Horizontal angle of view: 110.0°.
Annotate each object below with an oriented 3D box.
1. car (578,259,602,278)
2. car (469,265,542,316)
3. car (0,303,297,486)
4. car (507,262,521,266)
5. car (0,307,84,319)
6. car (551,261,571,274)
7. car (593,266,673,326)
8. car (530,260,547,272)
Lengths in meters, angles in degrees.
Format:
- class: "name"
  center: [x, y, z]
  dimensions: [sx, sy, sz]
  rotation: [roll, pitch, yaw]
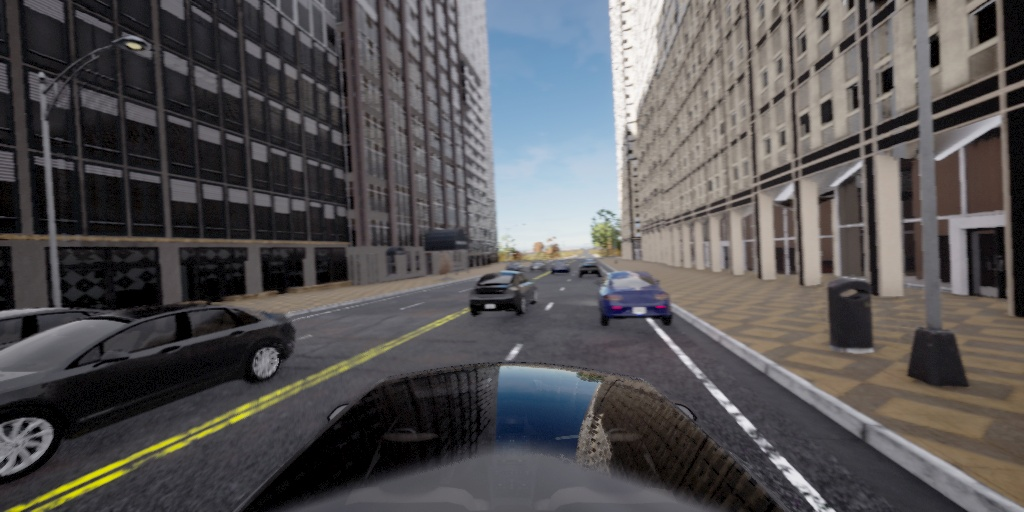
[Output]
- class: "car"
  center: [7.043, 1.091, 32.479]
  dimensions: [1.837, 1.490, 4.892]
  rotation: [-3, 0, 13]
- class: "car"
  center: [-0.202, 1.341, 13.839]
  dimensions: [1.837, 1.490, 4.892]
  rotation: [-3, 0, 12]
- class: "car"
  center: [-5.569, 1.553, 5.216]
  dimensions: [1.837, 1.490, 4.892]
  rotation: [-3, 0, 12]
- class: "car"
  center: [0.334, 1.572, 48.101]
  dimensions: [1.994, 1.385, 4.181]
  rotation: [-3, 0, 13]
- class: "car"
  center: [-8.742, 1.715, 5.896]
  dimensions: [1.837, 1.490, 4.892]
  rotation: [-3, 0, 12]
- class: "car"
  center: [5.576, 1.270, 40.811]
  dimensions: [1.994, 1.385, 4.181]
  rotation: [-3, 0, 12]
- class: "car"
  center: [3.572, 1.155, 10.998]
  dimensions: [1.812, 1.442, 4.674]
  rotation: [-3, 0, 12]
- class: "car"
  center: [3.521, 1.337, 47.514]
  dimensions: [2.128, 1.511, 4.902]
  rotation: [-3, 0, 12]
